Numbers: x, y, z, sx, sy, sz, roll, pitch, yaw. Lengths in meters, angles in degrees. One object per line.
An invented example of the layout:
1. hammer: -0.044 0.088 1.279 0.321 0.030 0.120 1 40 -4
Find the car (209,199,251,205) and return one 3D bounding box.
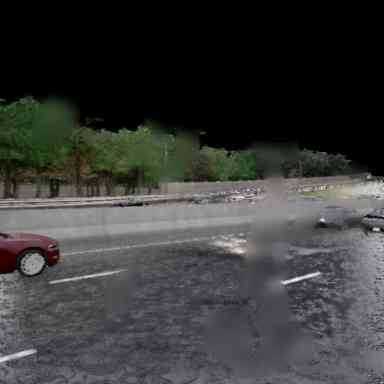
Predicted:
1. car: 4.167 1.527 29.801 4.718 1.301 1.895 0 0 -38

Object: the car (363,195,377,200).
1. car: 27.743 1.314 52.873 4.892 1.490 1.837 -1 1 -38

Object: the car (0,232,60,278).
1. car: -5.940 1.437 8.282 5.008 1.535 1.882 0 0 -38

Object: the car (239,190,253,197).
1. car: 10.623 0.471 66.145 2.128 1.511 4.902 1 3 36

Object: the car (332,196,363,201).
1. car: 18.739 1.392 41.293 5.008 1.535 1.882 0 0 -38

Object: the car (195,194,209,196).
1. car: 1.364 1.037 52.833 2.033 1.411 5.357 1 2 33

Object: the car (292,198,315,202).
1. car: 14.062 1.459 42.067 5.357 1.411 2.033 0 0 -38

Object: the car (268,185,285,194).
1. car: 20.061 -0.515 78.466 2.150 2.045 5.566 1 3 38

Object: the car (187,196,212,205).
1. car: 1.561 1.417 32.204 4.892 1.490 1.837 0 0 -38

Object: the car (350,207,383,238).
1. car: 10.221 1.471 16.497 4.902 1.511 2.128 0 0 -38

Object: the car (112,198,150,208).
1. car: -7.159 1.412 39.335 1.895 1.301 4.718 1 2 33

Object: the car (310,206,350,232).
1. car: 8.915 1.531 19.923 4.181 1.385 1.994 0 0 -38
